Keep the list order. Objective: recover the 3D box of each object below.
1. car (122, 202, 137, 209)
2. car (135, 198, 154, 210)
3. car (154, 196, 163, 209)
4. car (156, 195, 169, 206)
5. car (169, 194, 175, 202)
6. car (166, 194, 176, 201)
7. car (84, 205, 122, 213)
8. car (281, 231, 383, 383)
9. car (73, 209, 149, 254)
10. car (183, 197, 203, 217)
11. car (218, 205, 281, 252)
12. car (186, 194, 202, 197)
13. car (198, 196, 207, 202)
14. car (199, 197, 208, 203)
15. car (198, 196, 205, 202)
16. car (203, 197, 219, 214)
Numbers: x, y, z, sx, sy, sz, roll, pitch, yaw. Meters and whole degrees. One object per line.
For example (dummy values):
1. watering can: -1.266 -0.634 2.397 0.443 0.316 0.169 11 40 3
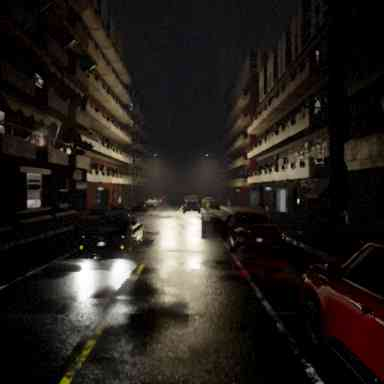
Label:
1. car: -5.734 1.655 25.629 1.802 1.307 4.206 -1 0 0
2. car: -5.751 1.656 36.834 2.008 1.369 4.403 -1 0 0
3. car: -5.767 1.688 48.037 2.008 1.369 4.403 -1 0 0
4. car: -5.786 1.485 59.242 2.192 1.841 5.009 -1 0 0
5. car: -5.823 1.804 87.251 2.008 1.369 4.403 -1 0 0
6. car: -5.834 1.585 92.854 2.192 1.841 5.009 -1 0 0
7. car: -5.726 1.639 20.027 1.802 1.307 4.206 -1 0 0
8. car: 2.674 1.325 3.205 2.192 1.841 5.009 -1 0 0
9. car: -3.118 1.602 13.462 1.994 1.385 4.181 0 0 0
10. car: -0.006 1.632 37.195 1.812 1.442 4.674 0 0 0
11. car: 2.342 1.518 14.040 1.882 1.535 5.008 0 0 0
12. car: -0.069 1.364 49.633 2.150 2.045 5.566 0 0 0
13. car: 2.565 1.788 81.633 2.008 1.369 4.403 -1 0 0
14. car: 2.573 1.786 76.030 1.947 1.339 4.313 -1 0 0
15. car: 2.557 1.780 87.405 1.752 1.417 4.829 -1 0 0
16. car: 2.621 1.647 42.588 1.752 1.417 4.829 -1 0 0
